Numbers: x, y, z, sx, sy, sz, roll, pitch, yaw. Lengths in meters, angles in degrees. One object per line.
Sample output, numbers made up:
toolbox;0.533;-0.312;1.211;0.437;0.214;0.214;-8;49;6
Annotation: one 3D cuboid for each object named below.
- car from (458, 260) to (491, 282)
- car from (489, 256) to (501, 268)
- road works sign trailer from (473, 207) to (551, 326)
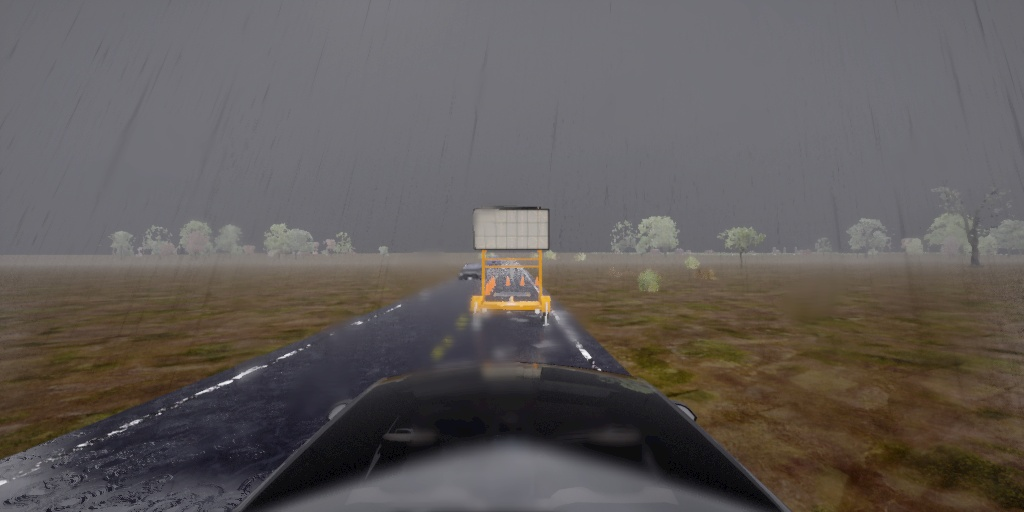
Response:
car;-3.102;1.297;29.175;2.033;1.411;5.357;0;0;0
car;-2.995;0.971;59.733;2.150;2.045;5.566;0;0;0
road works sign trailer;-0.001;0.214;11.611;2.380;3.560;2.880;0;0;0
